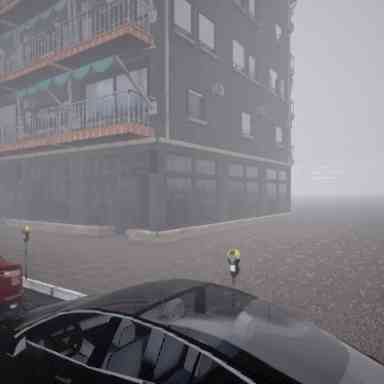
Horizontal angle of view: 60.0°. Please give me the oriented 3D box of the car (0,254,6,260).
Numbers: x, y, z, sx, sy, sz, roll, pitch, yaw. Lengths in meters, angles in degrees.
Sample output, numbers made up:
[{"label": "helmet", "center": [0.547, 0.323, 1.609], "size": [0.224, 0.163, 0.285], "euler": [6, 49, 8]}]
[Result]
[{"label": "car", "center": [-5.081, 1.545, 6.480], "size": [4.507, 1.381, 1.887], "euler": [0, 0, 35]}]

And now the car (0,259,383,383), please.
[{"label": "car", "center": [-0.486, 1.566, 3.216], "size": [4.313, 1.339, 1.947], "euler": [0, 0, 35]}]
